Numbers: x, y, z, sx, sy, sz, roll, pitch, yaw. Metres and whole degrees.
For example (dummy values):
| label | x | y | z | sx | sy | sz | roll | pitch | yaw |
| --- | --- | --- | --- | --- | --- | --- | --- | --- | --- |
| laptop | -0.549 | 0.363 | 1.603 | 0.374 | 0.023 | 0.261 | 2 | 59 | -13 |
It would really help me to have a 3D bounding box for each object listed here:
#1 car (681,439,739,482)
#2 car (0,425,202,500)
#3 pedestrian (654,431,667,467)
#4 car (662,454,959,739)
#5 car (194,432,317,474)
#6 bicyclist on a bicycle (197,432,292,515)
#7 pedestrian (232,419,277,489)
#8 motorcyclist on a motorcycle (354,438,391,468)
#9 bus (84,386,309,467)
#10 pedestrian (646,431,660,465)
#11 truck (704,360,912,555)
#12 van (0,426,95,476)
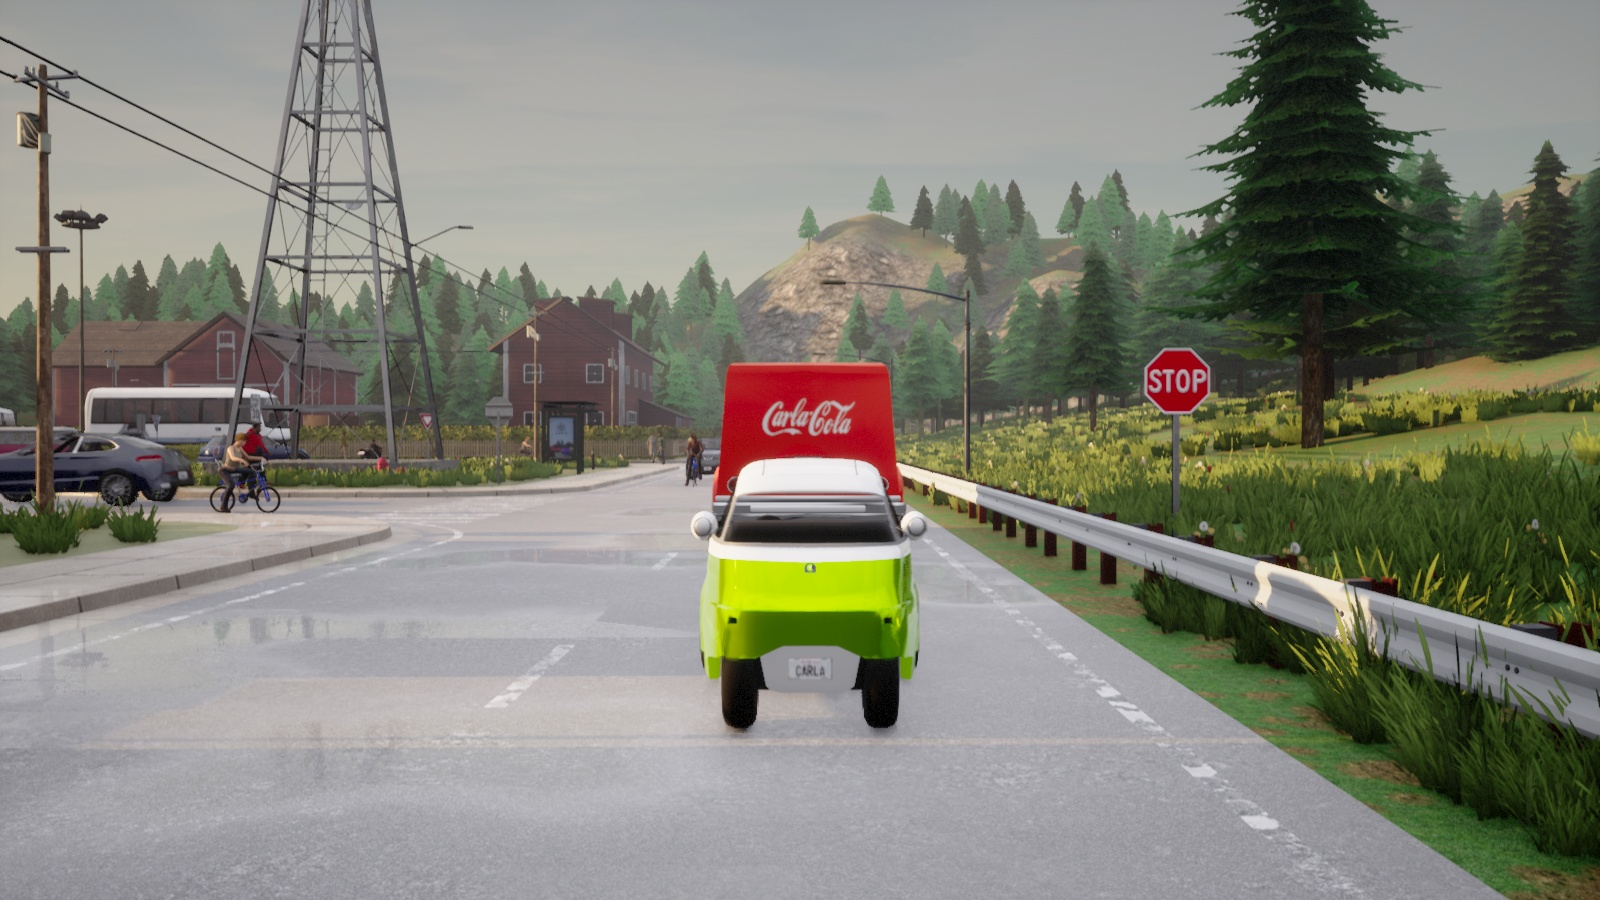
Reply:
| label | x | y | z | sx | sy | sz | roll | pitch | yaw |
| --- | --- | --- | --- | --- | --- | --- | --- | --- | --- |
| car | -3.229 | 0.357 | 45.794 | 1.845 | 1.501 | 3.633 | 0 | 1 | 0 |
| car | -16.682 | 0.262 | 28.672 | 5.027 | 1.651 | 2.152 | 0 | 1 | -1 |
| pedestrian | -7.287 | -0.046 | 65.625 | 0.614 | 1.847 | 0.353 | 0 | 1 | -32 |
| car | 0.056 | 0.736 | 7.375 | 1.481 | 1.376 | 2.207 | 0 | 1 | 0 |
| car | -24.059 | 0.101 | 55.619 | 2.097 | 1.767 | 4.553 | 1 | 1 | 42 |
| bicyclist on a bicycle | -11.100 | 0.455 | 25.121 | 1.509 | 1.612 | 0.866 | 0 | 1 | 5 |
| pedestrian | -14.362 | 0.102 | 33.074 | 0.899 | 1.844 | 0.634 | 0 | 0 | -2 |
| motorcyclist on a motorcycle | -21.899 | 0.151 | 64.332 | 0.797 | 1.523 | 2.044 | 2 | 1 | 13 |
| bus | -32.562 | -1.249 | 68.110 | 10.273 | 4.253 | 3.944 | 0 | 0 | 0 |
| pedestrian | -8.545 | -0.111 | 73.095 | 0.659 | 1.952 | 0.873 | 0 | 0 | 2 |
| truck | 0.118 | 0.092 | 18.486 | 2.627 | 2.467 | 5.204 | 0 | 0 | 0 |
| van | -31.446 | 0.029 | 51.134 | 4.442 | 1.987 | 1.775 | 0 | 1 | -7 |
